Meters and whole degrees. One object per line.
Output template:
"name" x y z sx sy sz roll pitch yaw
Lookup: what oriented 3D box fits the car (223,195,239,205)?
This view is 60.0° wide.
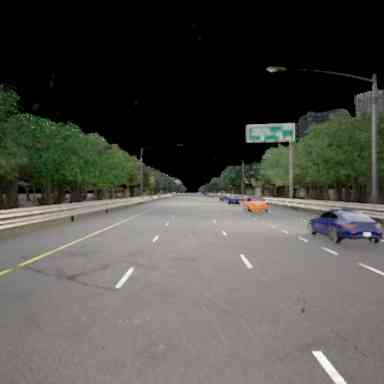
"car" 7.120 1.454 58.442 1.882 1.535 5.008 0 0 0

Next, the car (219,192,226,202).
"car" 7.173 1.443 76.012 1.837 1.490 4.892 0 0 0

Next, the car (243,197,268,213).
"car" 7.057 1.332 37.457 2.097 1.767 4.553 0 0 0

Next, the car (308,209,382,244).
"car" 7.005 1.533 15.600 1.812 1.442 4.674 0 0 0
